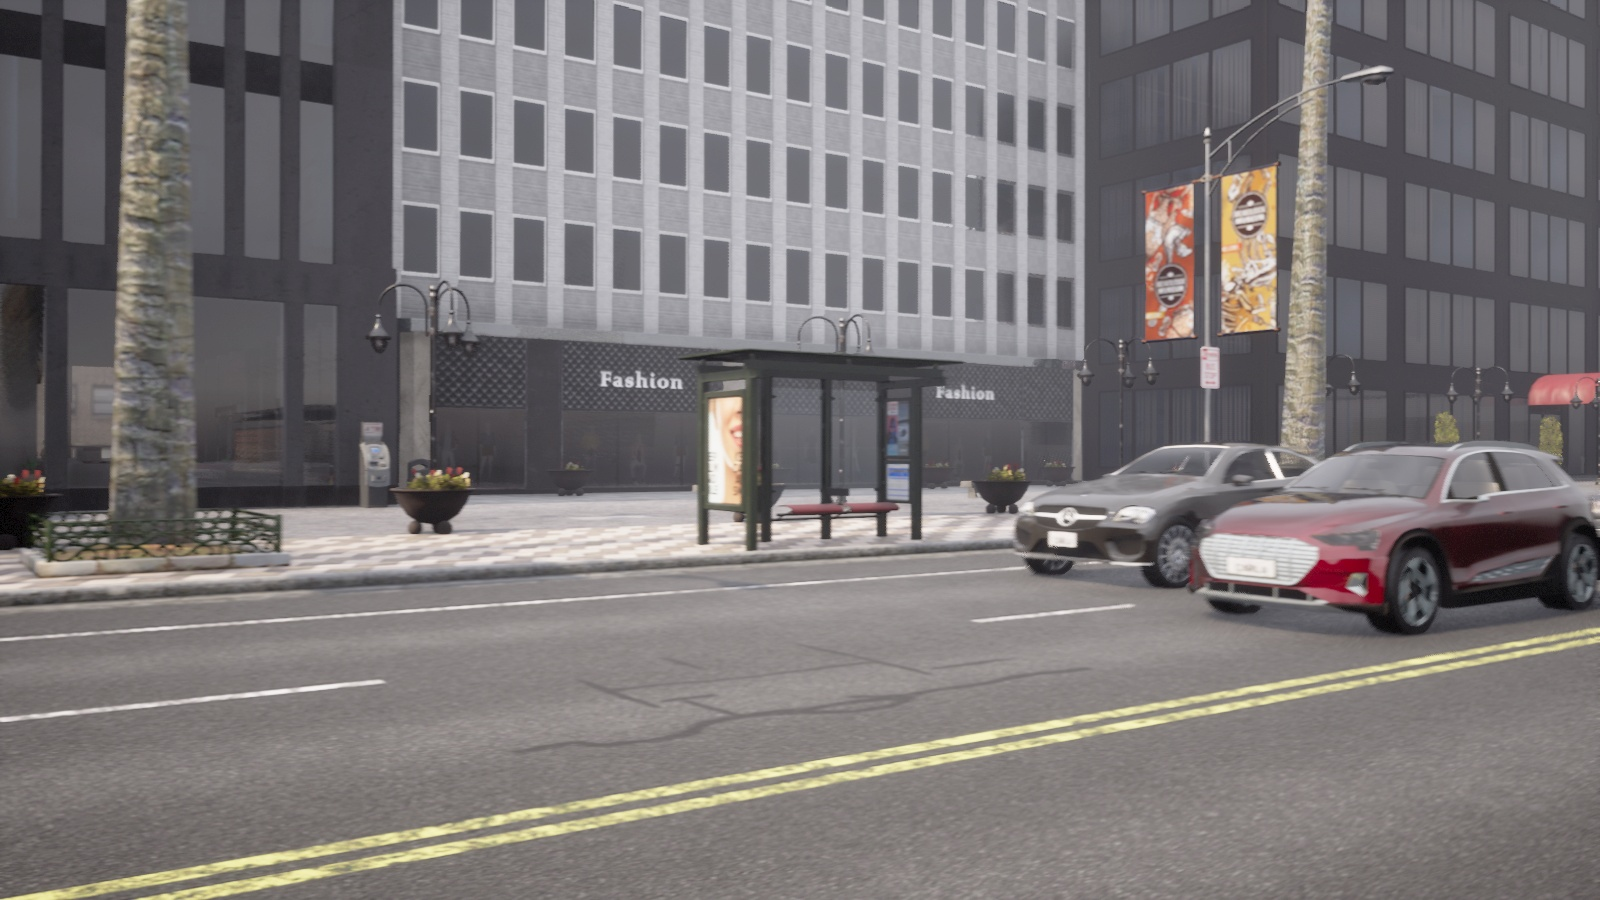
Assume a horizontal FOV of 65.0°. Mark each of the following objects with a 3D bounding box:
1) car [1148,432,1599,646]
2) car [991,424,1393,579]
[{"bbox_3d":[5.719,0.692,11.905,4.856,1.649,2.033,0,0,-35],"label":"car"},{"bbox_3d":[4.976,0.551,15.656,5.027,1.651,2.152,0,0,-35],"label":"car"}]
